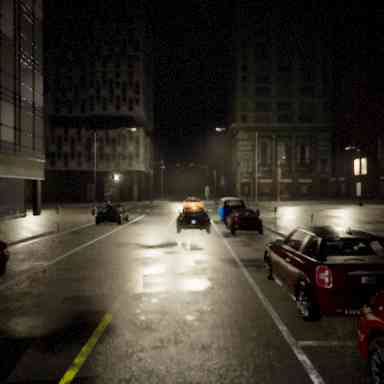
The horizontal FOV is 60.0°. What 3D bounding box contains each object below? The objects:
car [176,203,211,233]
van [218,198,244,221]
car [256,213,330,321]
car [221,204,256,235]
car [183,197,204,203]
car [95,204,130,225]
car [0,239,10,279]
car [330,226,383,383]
[{"bbox_3d":[0.092,1.555,19.762,1.994,1.385,4.181,0,0,0],"label":"car"},{"bbox_3d":[2.846,1.328,24.239,1.690,1.788,3.998,0,0,0],"label":"van"},{"bbox_3d":[2.850,1.439,7.292,1.967,1.590,4.097,0,0,0],"label":"car"},{"bbox_3d":[2.849,1.574,18.590,1.802,1.307,4.206,0,0,0],"label":"car"},{"bbox_3d":[0.131,1.328,33.576,2.097,1.767,4.553,0,0,1],"label":"car"},{"bbox_3d":[-5.678,1.553,24.236,1.947,1.339,4.313,0,0,0],"label":"car"},{"bbox_3d":[-5.674,1.581,7.288,1.802,1.307,4.206,0,0,0],"label":"car"},{"bbox_3d":[2.851,1.315,1.643,2.192,1.841,5.009,0,0,0],"label":"car"}]
